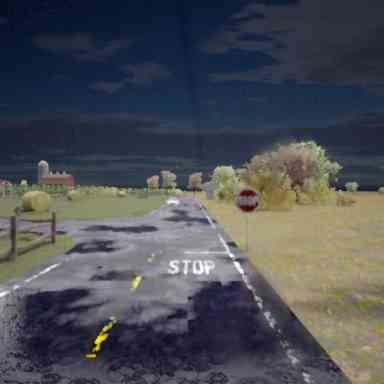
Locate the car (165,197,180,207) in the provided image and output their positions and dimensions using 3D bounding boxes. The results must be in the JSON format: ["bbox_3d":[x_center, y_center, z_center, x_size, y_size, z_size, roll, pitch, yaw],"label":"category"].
[{"bbox_3d":[-2.749,1.465,47.929,1.812,1.442,4.674,0,1,0],"label":"car"}]
